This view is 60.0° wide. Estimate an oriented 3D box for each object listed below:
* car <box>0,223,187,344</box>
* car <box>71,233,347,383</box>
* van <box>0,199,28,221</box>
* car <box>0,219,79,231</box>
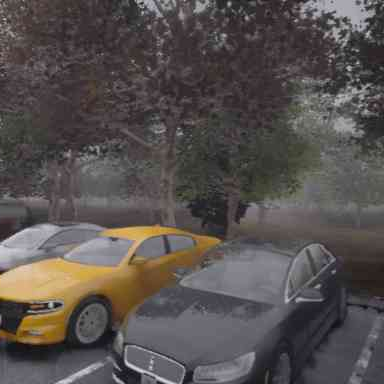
[{"bbox_3d":[-1.252,1.476,6.662,2.097,1.535,5.008,0,0,36],"label":"car"},{"bbox_3d":[1.015,1.480,5.045,2.231,1.521,4.892,0,0,36],"label":"car"},{"bbox_3d":[-8.124,1.241,11.415,1.878,1.987,4.442,0,0,36],"label":"van"},{"bbox_3d":[-3.521,1.514,8.278,2.002,1.452,4.674,0,0,36],"label":"car"}]
